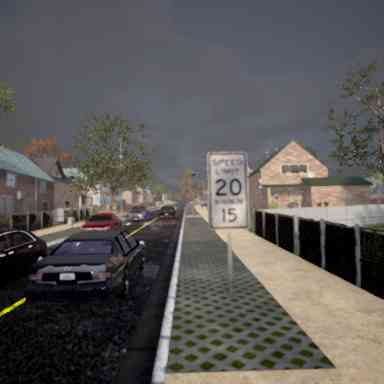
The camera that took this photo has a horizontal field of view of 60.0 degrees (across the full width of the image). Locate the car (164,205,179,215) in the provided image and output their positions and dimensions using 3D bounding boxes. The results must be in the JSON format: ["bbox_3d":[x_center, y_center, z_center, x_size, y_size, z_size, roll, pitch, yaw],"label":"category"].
[{"bbox_3d":[-3.030,2.702,49.472,1.895,1.301,4.718,-1,-1,-1],"label":"car"}]

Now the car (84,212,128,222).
[{"bbox_3d":[-5.433,2.022,20.356,1.812,1.442,4.674,-1,-1,-1],"label":"car"}]

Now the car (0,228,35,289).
[{"bbox_3d":[-5.281,1.715,8.173,1.837,1.490,4.892,-1,-1,0],"label":"car"}]

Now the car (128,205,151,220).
[{"bbox_3d":[-5.641,2.198,35.458,2.097,1.767,4.553,-1,-1,-1],"label":"car"}]

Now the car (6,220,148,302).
[{"bbox_3d":[-2.404,1.711,8.815,2.033,1.411,5.357,-1,-1,-1],"label":"car"}]

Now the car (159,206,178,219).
[{"bbox_3d":[-2.829,2.342,39.028,1.882,1.535,5.008,-1,-1,-1],"label":"car"}]
